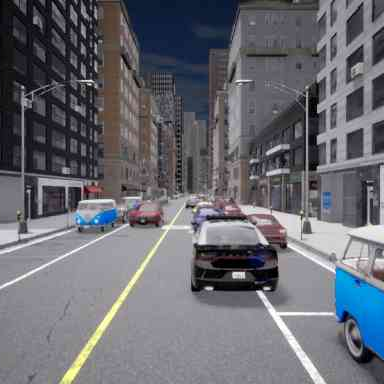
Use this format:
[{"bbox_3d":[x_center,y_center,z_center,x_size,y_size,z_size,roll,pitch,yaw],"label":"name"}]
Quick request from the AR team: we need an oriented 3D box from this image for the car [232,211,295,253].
[{"bbox_3d":[2.891,1.582,14.307,1.802,1.307,4.206,0,0,0],"label":"car"}]

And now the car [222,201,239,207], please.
[{"bbox_3d":[2.918,1.582,25.309,1.802,1.307,4.206,0,0,0],"label":"car"}]

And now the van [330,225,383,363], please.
[{"bbox_3d":[2.863,1.341,3.304,1.690,1.788,3.998,0,0,0],"label":"van"}]

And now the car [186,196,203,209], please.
[{"bbox_3d":[0.132,1.569,45.938,1.994,1.385,4.181,0,0,0],"label":"car"}]

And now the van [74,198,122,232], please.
[{"bbox_3d":[-5.622,1.341,19.831,1.690,1.788,3.998,0,0,0],"label":"van"}]

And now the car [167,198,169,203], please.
[{"bbox_3d":[-5.526,1.592,58.339,1.802,1.307,4.206,0,0,0],"label":"car"}]

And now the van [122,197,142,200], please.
[{"bbox_3d":[-5.594,1.342,30.832,1.690,1.788,3.998,0,0,0],"label":"van"}]

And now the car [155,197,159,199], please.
[{"bbox_3d":[-5.566,1.585,41.835,1.802,1.307,4.206,0,0,0],"label":"car"}]

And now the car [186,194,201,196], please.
[{"bbox_3d":[0.147,1.536,59.331,1.812,1.442,4.674,0,0,0],"label":"car"}]

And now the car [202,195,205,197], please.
[{"bbox_3d":[2.986,1.558,52.817,2.008,1.369,4.403,0,0,0],"label":"car"}]

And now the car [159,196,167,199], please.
[{"bbox_3d":[-5.539,1.573,52.838,1.947,1.339,4.313,0,0,0],"label":"car"}]

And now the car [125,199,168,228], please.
[{"bbox_3d":[-2.945,1.477,22.453,1.882,1.535,5.008,0,0,0],"label":"car"}]

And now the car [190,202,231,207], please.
[{"bbox_3d":[0.946,1.526,18.987,1.812,1.442,4.674,0,0,0],"label":"car"}]

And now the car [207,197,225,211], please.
[{"bbox_3d":[2.959,1.444,41.814,1.967,1.590,4.097,0,0,0],"label":"car"}]

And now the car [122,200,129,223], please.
[{"bbox_3d":[-5.608,1.551,25.331,2.008,1.369,4.403,0,0,0],"label":"car"}]

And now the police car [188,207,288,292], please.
[{"bbox_3d":[0.922,1.425,9.097,1.930,1.638,5.238,0,0,0],"label":"police car"}]

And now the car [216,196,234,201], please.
[{"bbox_3d":[2.931,1.316,30.811,2.192,1.841,5.009,0,0,0],"label":"car"}]

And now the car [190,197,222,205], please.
[{"bbox_3d":[0.961,1.456,25.178,1.801,1.575,5.366,0,0,0],"label":"car"}]
